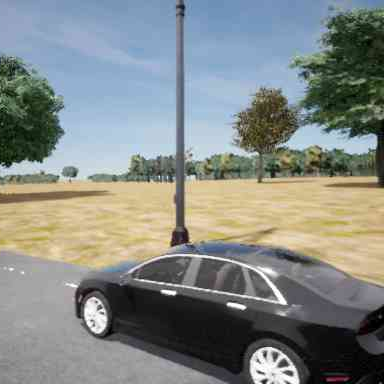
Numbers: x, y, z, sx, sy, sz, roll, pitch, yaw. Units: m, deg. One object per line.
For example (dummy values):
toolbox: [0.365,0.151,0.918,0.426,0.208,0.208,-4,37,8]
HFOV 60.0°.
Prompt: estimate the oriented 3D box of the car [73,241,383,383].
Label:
car: [0.227,1.509,4.998,4.892,1.490,1.837,0,0,35]
